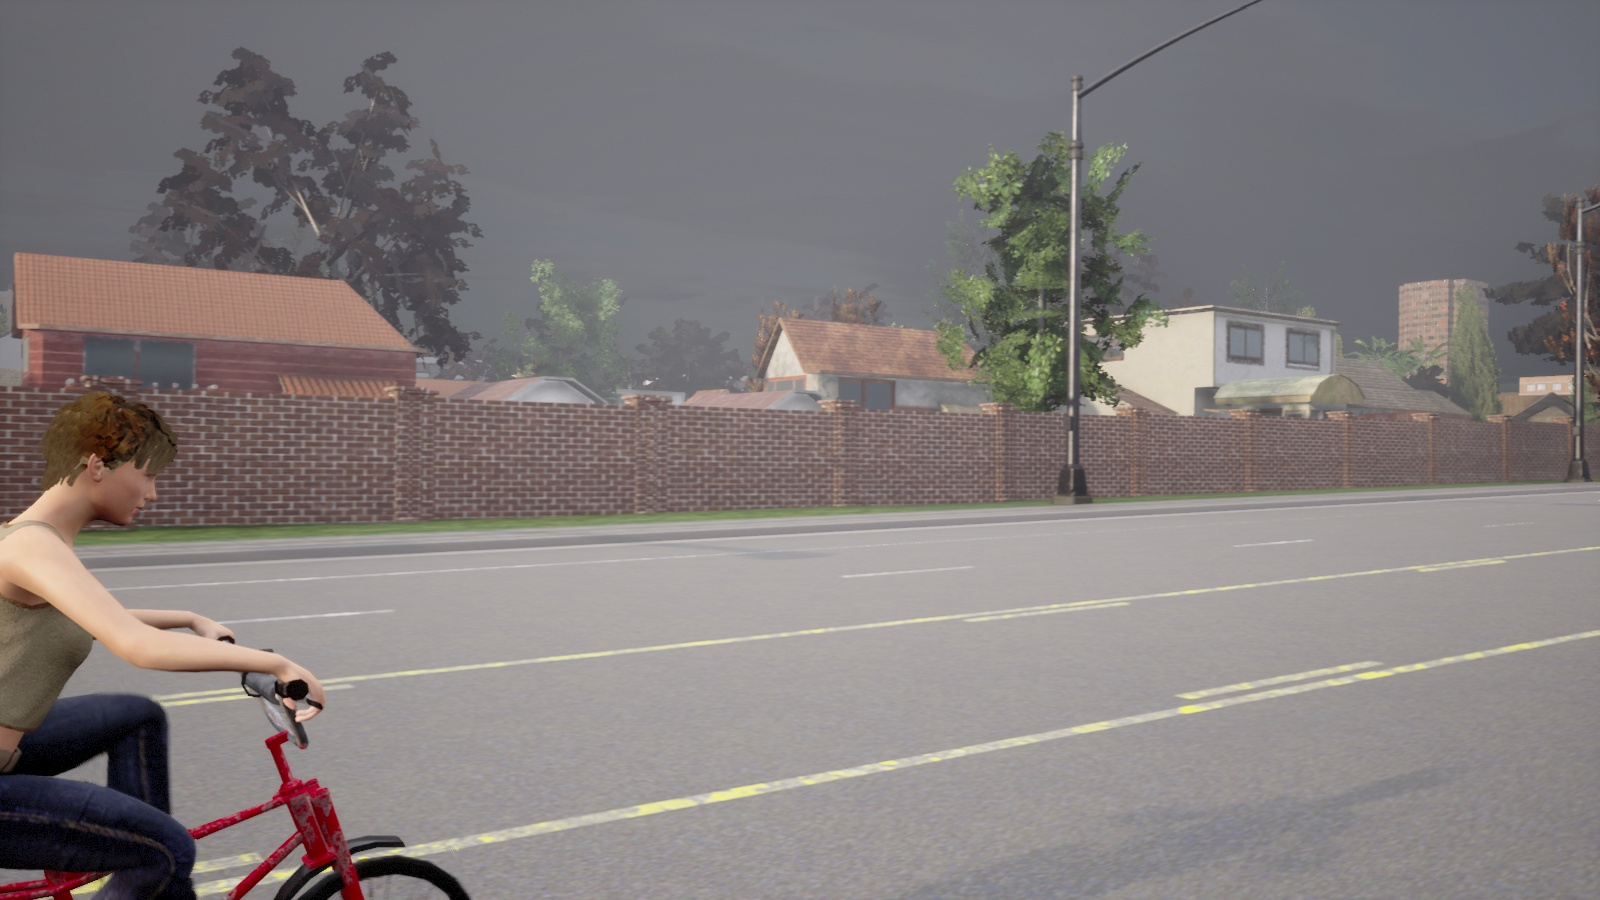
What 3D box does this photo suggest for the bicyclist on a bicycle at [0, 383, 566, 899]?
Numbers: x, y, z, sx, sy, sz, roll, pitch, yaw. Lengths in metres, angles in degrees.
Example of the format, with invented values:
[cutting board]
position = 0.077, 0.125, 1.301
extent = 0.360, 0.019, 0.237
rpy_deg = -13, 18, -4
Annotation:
[bicyclist on a bicycle]
position = -1.383, 0.692, 2.691
extent = 1.509, 1.612, 0.866
rpy_deg = 0, 0, -35
